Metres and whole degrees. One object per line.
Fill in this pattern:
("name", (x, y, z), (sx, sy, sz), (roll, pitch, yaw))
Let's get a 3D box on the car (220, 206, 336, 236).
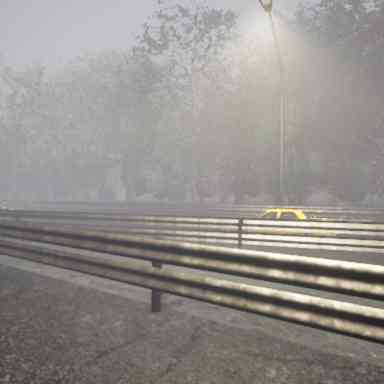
("car", (4.003, 1.465, 16.033), (5.366, 1.575, 1.801), (1, 0, 21))
